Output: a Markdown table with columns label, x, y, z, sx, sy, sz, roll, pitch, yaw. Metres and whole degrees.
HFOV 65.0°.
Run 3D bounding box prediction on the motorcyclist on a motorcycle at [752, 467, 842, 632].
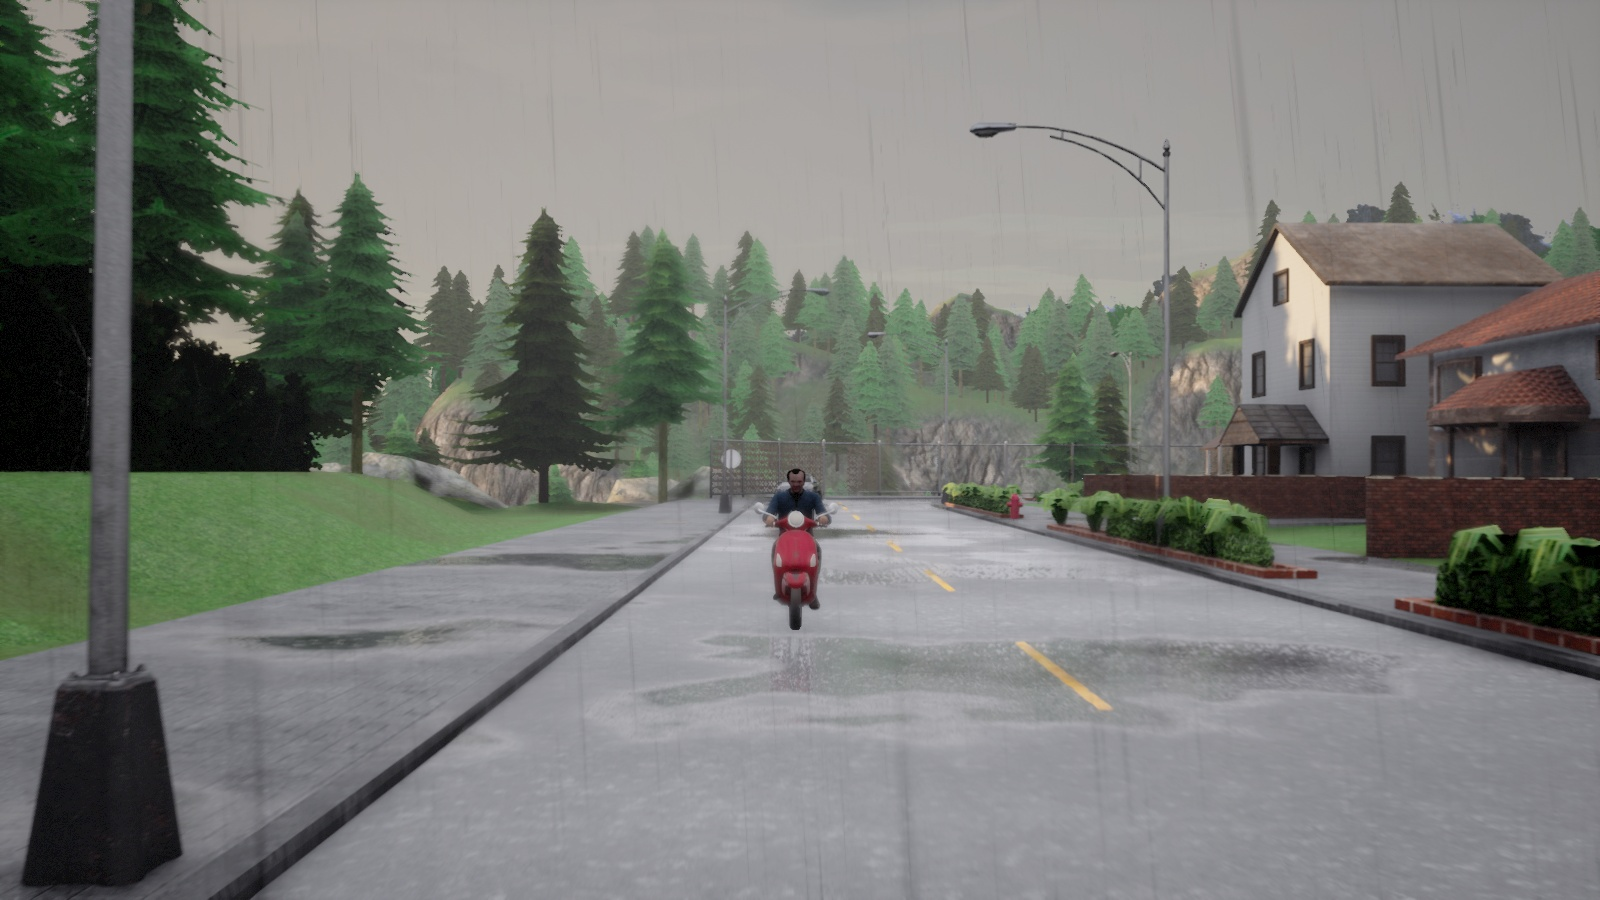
| label | x | y | z | sx | sy | sz | roll | pitch | yaw |
| --- | --- | --- | --- | --- | --- | --- | --- | --- | --- |
| motorcyclist on a motorcycle | -0.032 | 0.985 | 13.007 | 0.866 | 1.590 | 1.817 | 0 | -2 | 0 |

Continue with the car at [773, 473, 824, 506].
| label | x | y | z | sx | sy | sz | roll | pitch | yaw |
| --- | --- | --- | --- | --- | --- | --- | --- | --- | --- |
| car | -0.037 | 1.807 | 58.399 | 1.816 | 1.474 | 4.193 | 0 | -1 | 8 |
